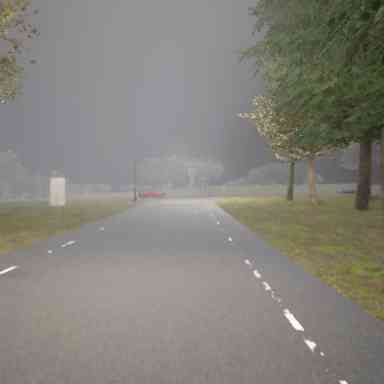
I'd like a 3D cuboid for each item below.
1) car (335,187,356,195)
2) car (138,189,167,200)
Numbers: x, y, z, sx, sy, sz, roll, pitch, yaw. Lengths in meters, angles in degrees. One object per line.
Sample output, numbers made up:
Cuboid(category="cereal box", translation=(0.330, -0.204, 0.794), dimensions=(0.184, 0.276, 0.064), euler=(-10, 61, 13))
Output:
Cuboid(category="car", translation=(33.502, -0.214, 72.007), dimensions=(4.553, 1.767, 2.097), euler=(-1, -1, -1))
Cuboid(category="car", translation=(-7.547, 0.396, 64.379), dimensions=(5.566, 2.045, 2.150), euler=(0, 0, 0))
